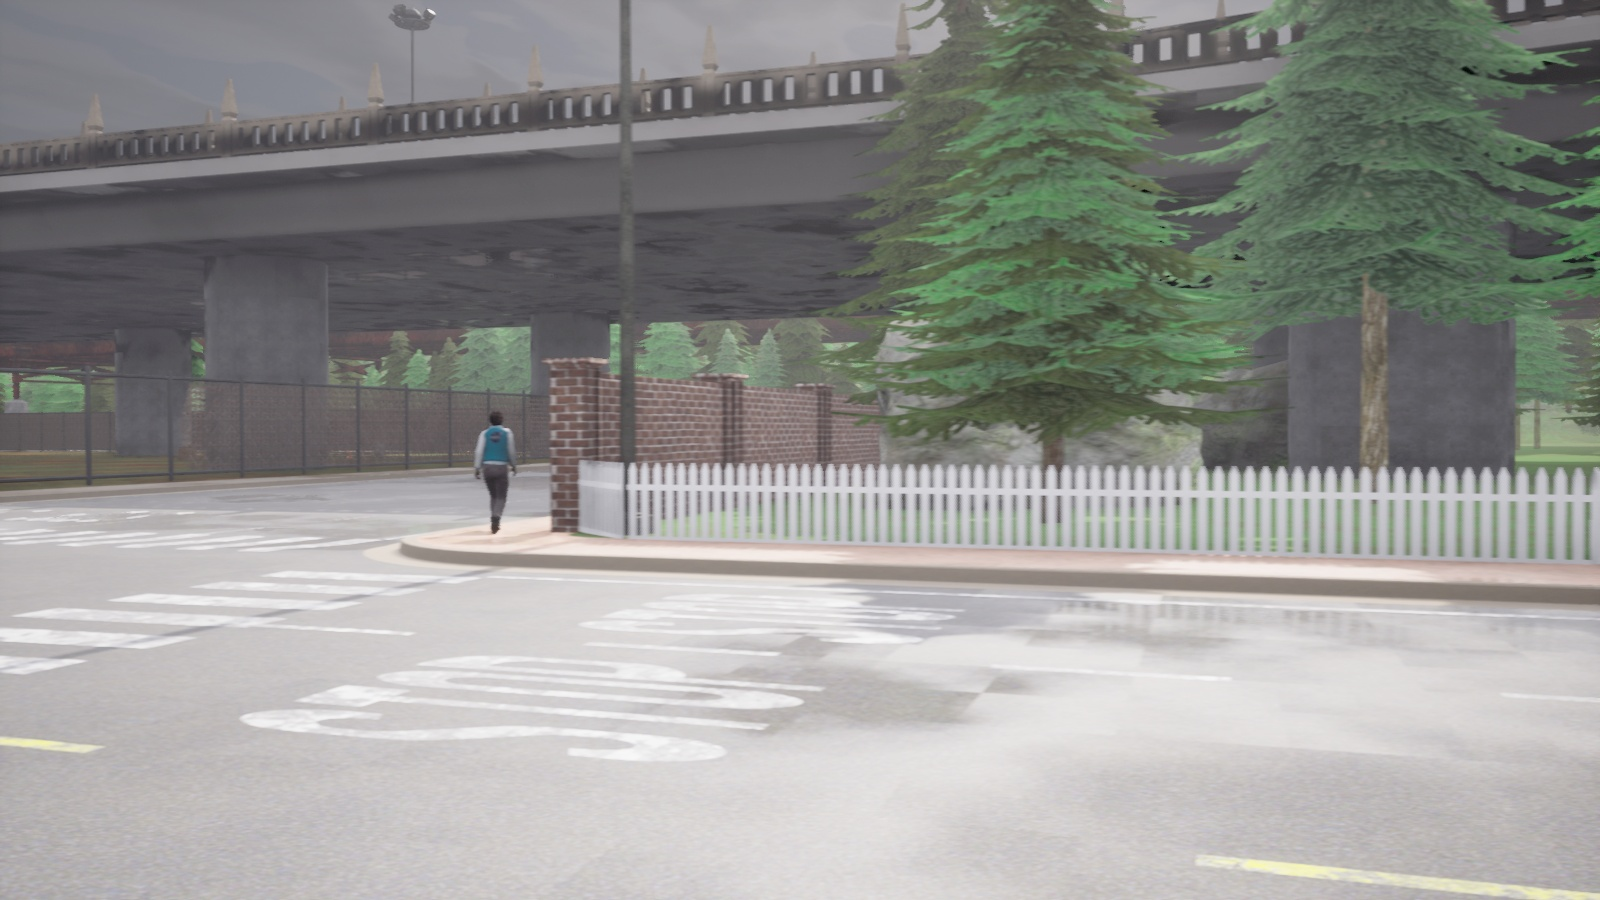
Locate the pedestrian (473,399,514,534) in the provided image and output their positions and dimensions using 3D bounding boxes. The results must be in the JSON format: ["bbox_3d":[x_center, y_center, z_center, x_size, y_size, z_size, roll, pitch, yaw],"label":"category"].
[{"bbox_3d":[-4.457,0.227,18.278,0.396,1.930,0.692,0,1,2],"label":"pedestrian"}]
